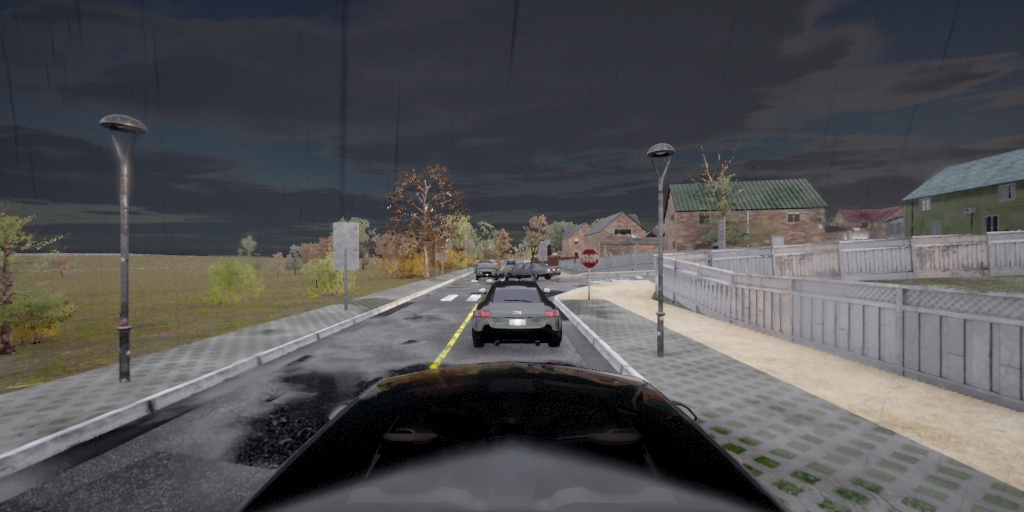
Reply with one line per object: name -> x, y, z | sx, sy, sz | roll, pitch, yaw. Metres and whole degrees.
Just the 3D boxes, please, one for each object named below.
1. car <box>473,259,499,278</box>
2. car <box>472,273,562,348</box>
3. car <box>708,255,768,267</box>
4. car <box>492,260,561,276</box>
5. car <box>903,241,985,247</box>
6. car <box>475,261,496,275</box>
car -> -2.333, 1.272, 31.213 | 1.837, 1.490, 4.892 | 0, 0, -8
car -> 0.082, 1.317, 9.294 | 1.994, 1.385, 4.181 | 0, 0, -1
car -> 14.329, 0.423, 22.727 | 4.181, 1.385, 1.994 | -3, 0, 16
car -> 1.262, 1.211, 28.312 | 5.357, 1.411, 2.033 | -4, -3, 43
car -> 23.836, -0.200, 20.331 | 4.902, 1.511, 2.128 | -3, 0, 14
car -> -2.962, 1.327, 41.026 | 2.033, 1.411, 5.357 | 0, 0, 0
